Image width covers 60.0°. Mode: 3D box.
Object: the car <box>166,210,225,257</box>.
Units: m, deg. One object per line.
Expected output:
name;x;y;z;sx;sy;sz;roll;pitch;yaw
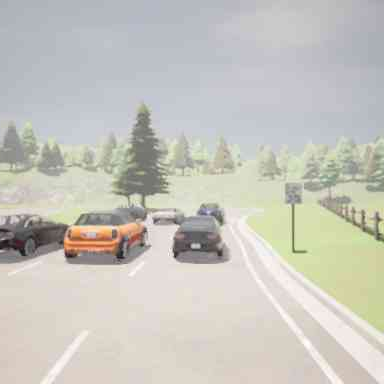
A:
car;0.316;1.672;13.489;1.812;1.442;4.674;0;0;5

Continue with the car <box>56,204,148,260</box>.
car;-3.212;1.496;13.274;2.097;1.767;4.553;0;-1;5

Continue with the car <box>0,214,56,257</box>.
car;-6.696;1.641;13.603;2.128;1.511;4.902;0;0;5

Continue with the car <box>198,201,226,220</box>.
car;1.640;1.652;27.830;2.097;1.767;4.553;0;-1;10

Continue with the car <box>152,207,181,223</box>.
car;-1.874;1.905;28.125;1.895;1.301;4.718;0;-1;10

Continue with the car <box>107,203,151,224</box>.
car;-5.291;1.805;28.846;2.128;1.511;4.902;0;0;10
